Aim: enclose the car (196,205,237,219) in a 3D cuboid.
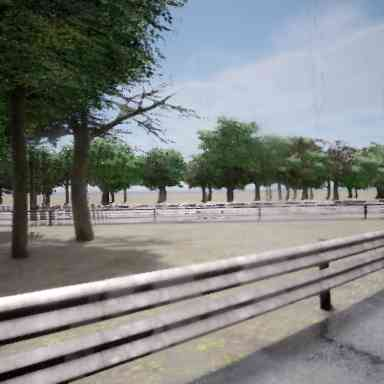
[{"bbox_3d":[2.772,2.206,37.714,4.674,1.442,1.812,-1,0,1],"label":"car"}]
